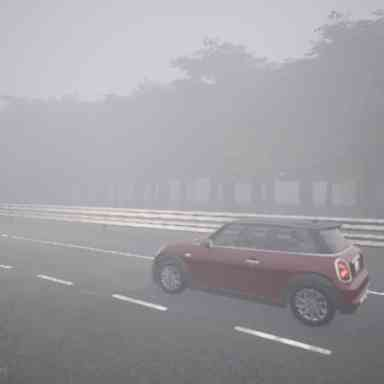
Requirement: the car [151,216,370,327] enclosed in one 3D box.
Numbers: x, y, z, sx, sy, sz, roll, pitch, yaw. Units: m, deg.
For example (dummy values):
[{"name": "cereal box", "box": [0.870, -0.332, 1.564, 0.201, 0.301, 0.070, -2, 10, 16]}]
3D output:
[{"name": "car", "box": [1.255, 1.353, 7.272, 4.553, 1.767, 2.097, 0, 0, 36]}]
